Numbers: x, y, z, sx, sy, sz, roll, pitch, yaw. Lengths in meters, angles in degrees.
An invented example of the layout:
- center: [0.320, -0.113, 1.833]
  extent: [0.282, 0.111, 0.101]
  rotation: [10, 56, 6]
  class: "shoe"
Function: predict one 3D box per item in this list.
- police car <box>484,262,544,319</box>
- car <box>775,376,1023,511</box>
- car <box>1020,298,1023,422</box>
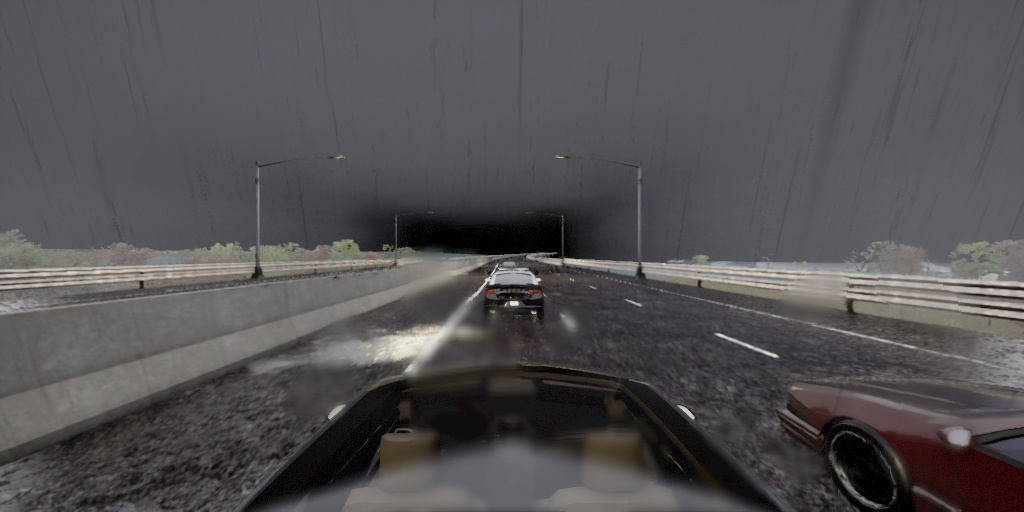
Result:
- center: [0.049, 1.173, 13.015]
  extent: [1.930, 1.638, 5.238]
  rotation: [0, 0, 0]
  class: "police car"
- center: [3.596, 1.297, 1.136]
  extent: [2.033, 1.411, 5.357]
  rotation: [0, 0, 0]
  class: "car"
- center: [7.092, 1.253, 1.909]
  extent: [1.837, 1.490, 4.892]
  rotation: [0, 0, 0]
  class: "car"
